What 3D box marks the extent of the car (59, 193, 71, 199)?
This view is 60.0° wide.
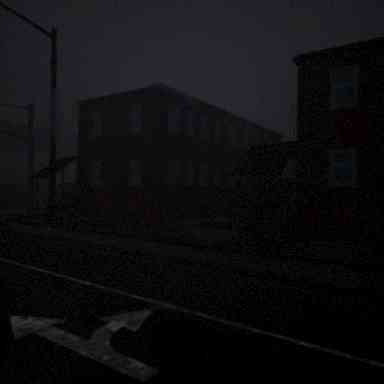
[{"bbox_3d":[-17.186,0.752,49.160,1.882,1.535,5.008,1,1,36],"label":"car"}]
